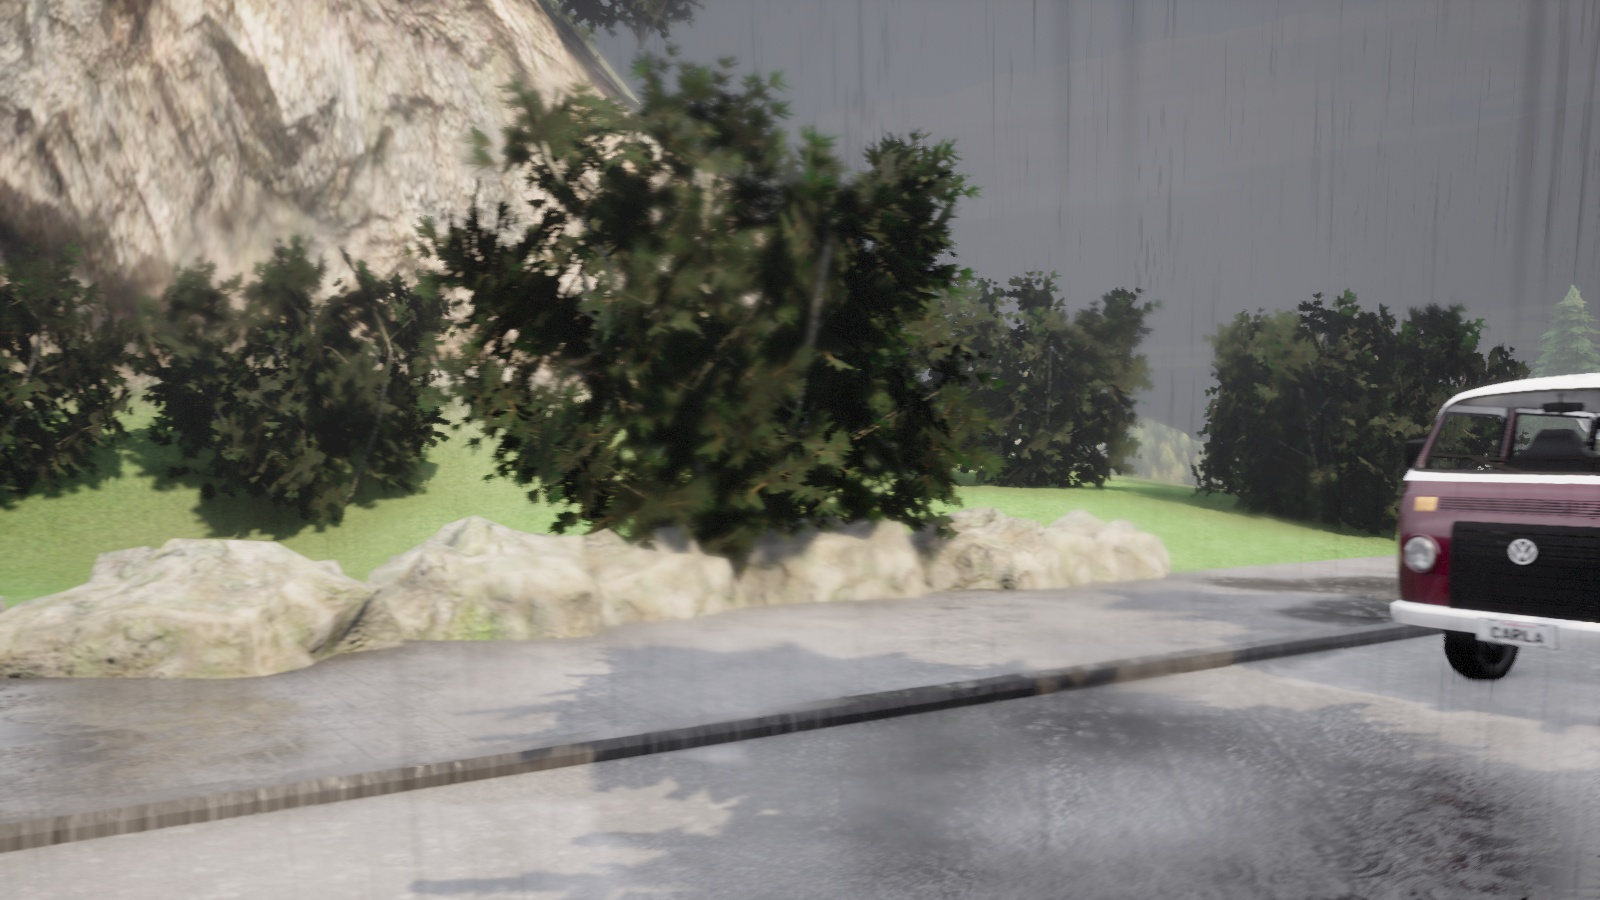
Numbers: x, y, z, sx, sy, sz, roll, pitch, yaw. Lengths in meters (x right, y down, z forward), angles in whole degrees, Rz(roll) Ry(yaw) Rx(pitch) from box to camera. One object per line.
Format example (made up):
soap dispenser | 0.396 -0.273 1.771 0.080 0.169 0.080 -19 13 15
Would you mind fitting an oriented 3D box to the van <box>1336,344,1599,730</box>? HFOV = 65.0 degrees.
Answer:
van | 5.794 0.480 8.301 4.480 2.038 2.069 1 -1 -35
